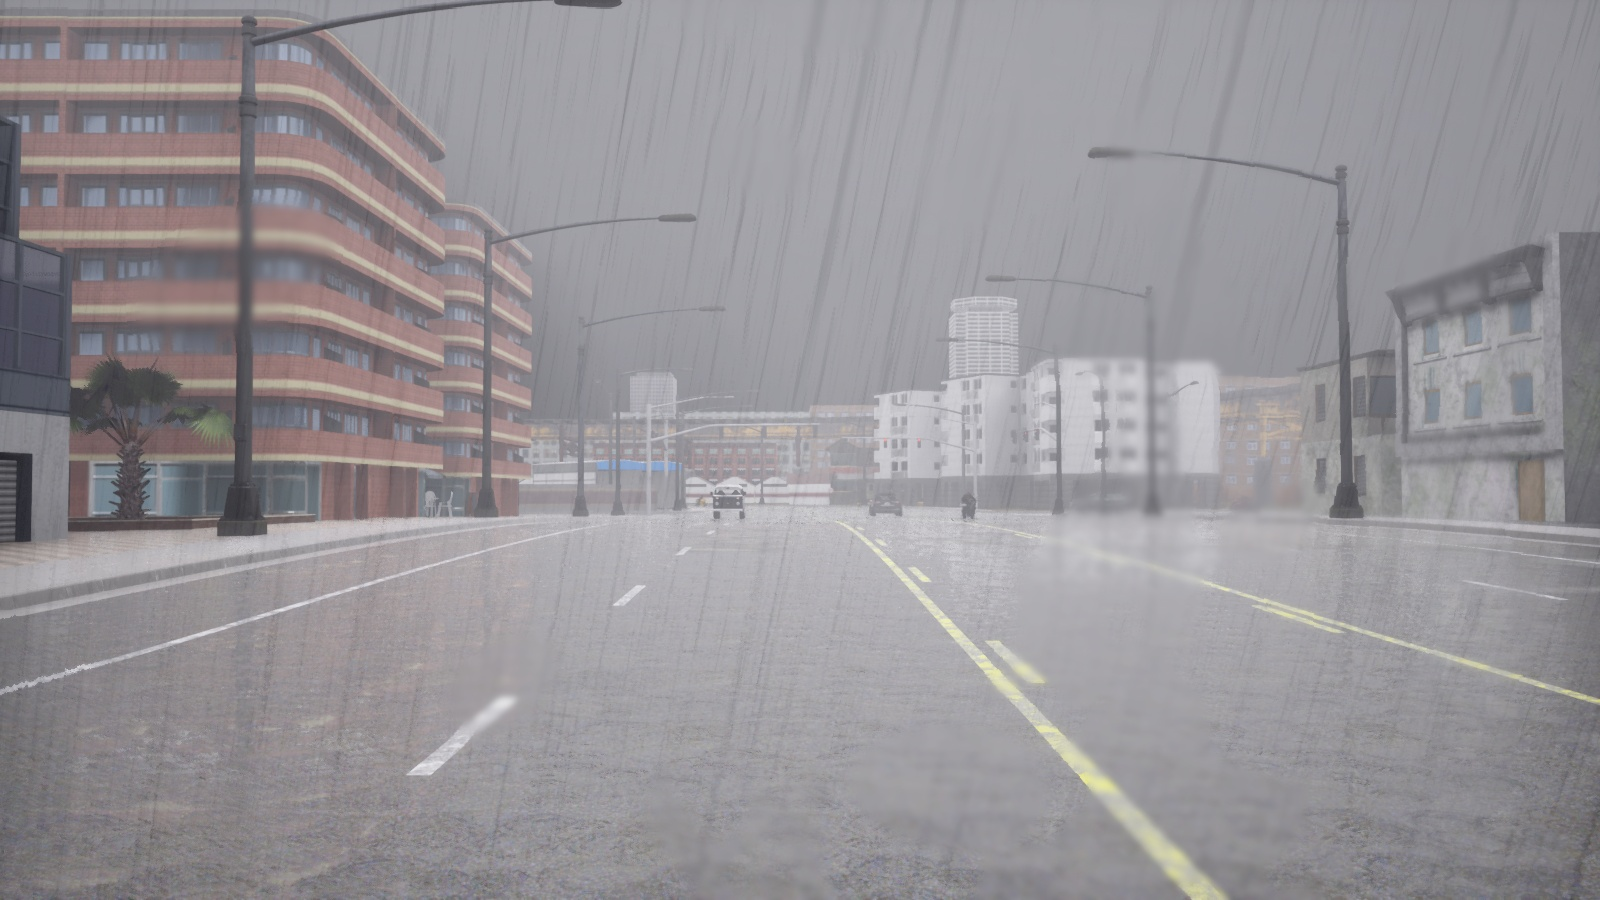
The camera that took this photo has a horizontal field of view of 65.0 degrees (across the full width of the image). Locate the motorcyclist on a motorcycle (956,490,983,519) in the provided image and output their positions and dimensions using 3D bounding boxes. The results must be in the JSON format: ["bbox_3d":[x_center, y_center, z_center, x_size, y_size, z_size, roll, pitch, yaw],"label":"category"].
[{"bbox_3d":[9.252,2.962,68.529,0.866,1.530,2.191,-3,-4,22],"label":"motorcyclist on a motorcycle"}]

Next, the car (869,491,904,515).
[{"bbox_3d":[6.287,3.867,92.032,2.242,1.667,4.611,-1,-2,0],"label":"car"}]

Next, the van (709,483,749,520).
[{"bbox_3d":[-4.118,3.032,73.537,2.069,2.038,4.480,-1,-3,0],"label":"van"}]
